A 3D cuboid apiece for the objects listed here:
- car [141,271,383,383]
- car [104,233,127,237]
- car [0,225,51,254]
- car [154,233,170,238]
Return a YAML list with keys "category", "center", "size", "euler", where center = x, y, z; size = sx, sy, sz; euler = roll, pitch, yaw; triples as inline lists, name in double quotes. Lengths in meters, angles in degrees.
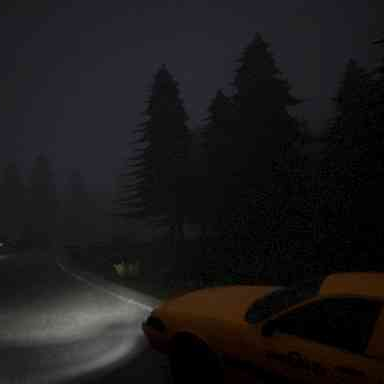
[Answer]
- category: "car"
  center: [1.764, 1.478, 3.312]
  size: [5.366, 1.575, 1.801]
  euler: [-1, -1, 39]
- category: "car"
  center: [-8.062, 5.073, 35.219]
  size: [2.033, 1.411, 5.357]
  euler: [-5, -9, 17]
- category: "car"
  center: [-12.853, 3.590, 25.401]
  size: [2.150, 2.045, 5.566]
  euler: [-4, -8, 2]
- category: "car"
  center: [-3.345, 6.286, 45.405]
  size: [1.882, 1.535, 5.008]
  euler: [-5, -8, 26]
